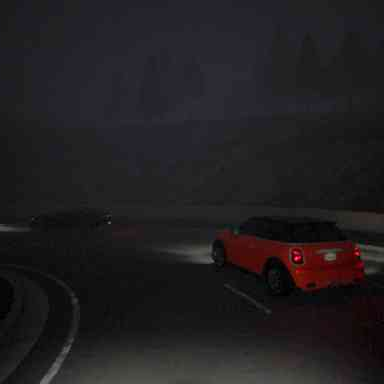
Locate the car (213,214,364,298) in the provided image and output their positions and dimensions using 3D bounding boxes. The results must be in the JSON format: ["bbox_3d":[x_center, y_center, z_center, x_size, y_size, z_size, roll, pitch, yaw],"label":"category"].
[{"bbox_3d":[2.231,1.403,9.048,2.097,1.767,4.553,0,0,-19],"label":"car"}]

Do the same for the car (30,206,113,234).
[{"bbox_3d":[-7.218,1.602,19.912,4.902,1.511,2.128,0,-1,11],"label":"car"}]
